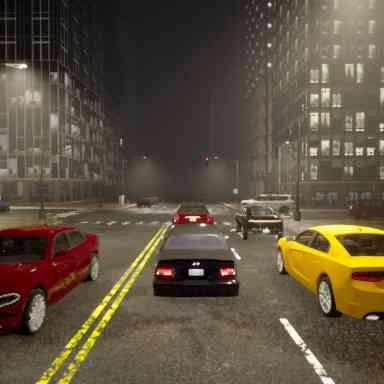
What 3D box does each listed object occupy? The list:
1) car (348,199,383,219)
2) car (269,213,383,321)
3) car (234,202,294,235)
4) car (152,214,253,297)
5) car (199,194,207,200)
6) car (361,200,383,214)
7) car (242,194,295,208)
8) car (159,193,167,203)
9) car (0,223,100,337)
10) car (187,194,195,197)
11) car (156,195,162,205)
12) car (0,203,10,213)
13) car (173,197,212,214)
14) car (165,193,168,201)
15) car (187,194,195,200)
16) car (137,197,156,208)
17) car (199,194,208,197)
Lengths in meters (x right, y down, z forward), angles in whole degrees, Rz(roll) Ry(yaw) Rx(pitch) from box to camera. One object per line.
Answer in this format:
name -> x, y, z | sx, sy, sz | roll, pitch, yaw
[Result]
car -> 16.092, 1.519, 28.652 | 5.009, 1.841, 2.192 | 1, 0, 1
car -> 3.323, 1.474, 7.447 | 1.882, 1.535, 5.008 | 0, 0, 0
car -> 3.277, 1.482, 16.864 | 2.128, 1.511, 4.902 | 0, 0, 1
car -> 0.066, 1.543, 8.719 | 2.033, 1.411, 5.357 | 0, 0, 0
car -> 2.906, 1.295, 89.808 | 1.994, 1.385, 4.181 | 0, 0, 0
car -> 21.669, 1.643, 36.960 | 4.829, 1.417, 1.752 | 1, 0, 1
car -> 7.756, 1.260, 34.541 | 5.566, 2.045, 2.150 | 1, 1, 1
car -> -6.777, 1.507, 67.556 | 1.994, 1.385, 4.181 | 0, 0, 0
car -> -3.359, 1.474, 6.847 | 1.882, 1.535, 5.008 | 0, 0, 0
car -> -0.305, 1.469, 79.761 | 1.994, 1.385, 4.181 | 0, 0, 0
car -> -6.794, 1.556, 57.551 | 1.895, 1.301, 4.718 | 0, 0, 0
car -> -20.035, 1.317, 31.697 | 5.008, 1.535, 1.882 | 1, 1, 1
car -> 0.033, 1.342, 18.034 | 2.097, 1.767, 4.553 | 0, 0, 0
car -> -6.800, 1.153, 78.305 | 2.150, 2.045, 5.566 | 0, 0, 0
car -> -0.344, 1.294, 89.797 | 1.994, 1.385, 4.181 | 0, 0, 0
car -> -6.784, 1.567, 48.378 | 1.895, 1.301, 4.718 | 0, 0, 0
car -> 2.945, 1.272, 79.743 | 2.097, 1.767, 4.553 | 0, 0, 0
